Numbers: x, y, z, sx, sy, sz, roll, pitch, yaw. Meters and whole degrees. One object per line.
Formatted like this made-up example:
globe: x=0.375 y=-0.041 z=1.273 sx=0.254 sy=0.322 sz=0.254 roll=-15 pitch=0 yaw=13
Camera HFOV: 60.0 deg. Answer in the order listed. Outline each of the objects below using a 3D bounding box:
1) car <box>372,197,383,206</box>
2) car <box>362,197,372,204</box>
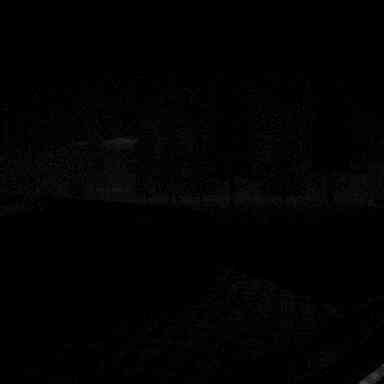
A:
car: x=33.532 y=1.768 z=58.070 sx=1.994 sy=1.385 sz=4.181 roll=0 pitch=0 yaw=14
car: x=36.012 y=1.695 z=67.700 sx=1.812 sy=1.442 sz=4.674 roll=0 pitch=0 yaw=14
